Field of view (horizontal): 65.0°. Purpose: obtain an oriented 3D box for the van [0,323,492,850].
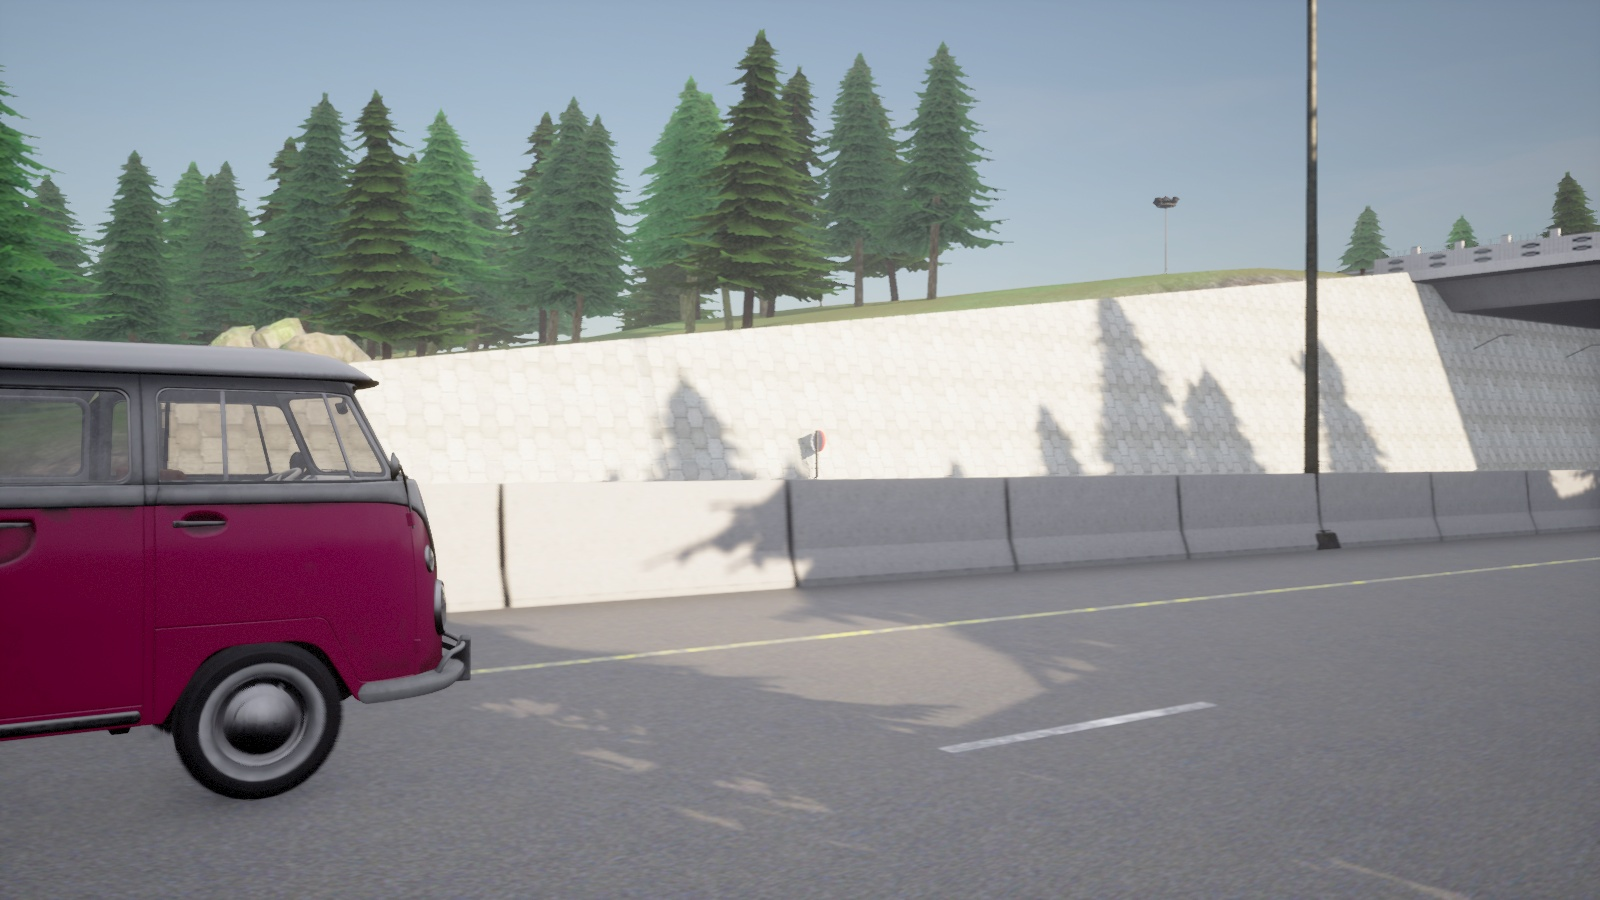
[{"bbox_3d":[-3.765,0.519,5.304,4.442,1.987,1.775,0,0,-35],"label":"van"}]
